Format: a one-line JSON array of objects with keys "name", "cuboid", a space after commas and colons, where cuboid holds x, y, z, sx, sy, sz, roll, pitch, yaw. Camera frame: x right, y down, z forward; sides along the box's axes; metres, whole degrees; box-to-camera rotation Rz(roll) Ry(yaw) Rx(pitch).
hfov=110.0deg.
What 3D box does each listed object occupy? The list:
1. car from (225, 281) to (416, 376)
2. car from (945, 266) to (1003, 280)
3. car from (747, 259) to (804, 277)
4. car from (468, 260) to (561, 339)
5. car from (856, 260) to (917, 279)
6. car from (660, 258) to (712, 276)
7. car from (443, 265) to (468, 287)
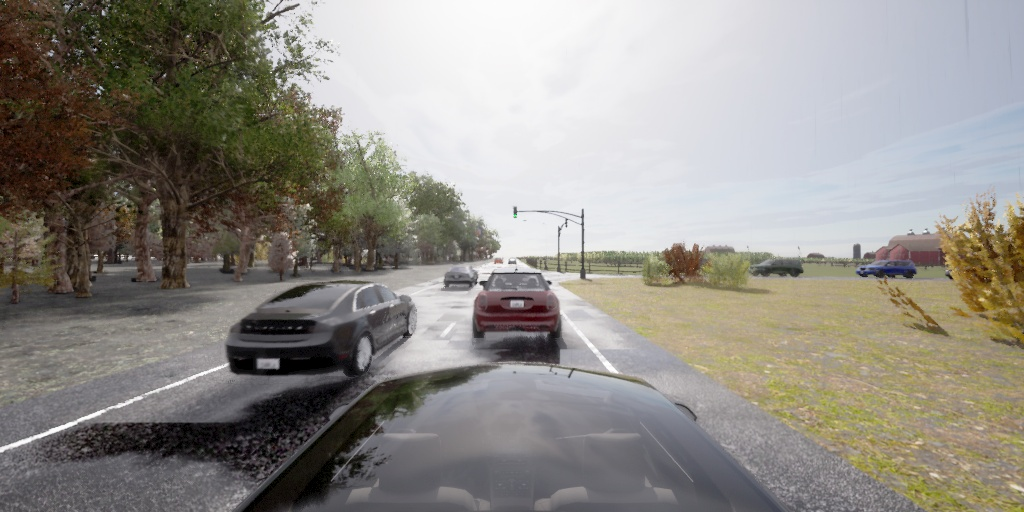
[{"name": "car", "cuboid": [-3.392, 1.260, 7.418, 1.837, 1.490, 4.892, 0, 0, 0]}, {"name": "car", "cuboid": [48.552, 1.792, 37.565, 4.902, 1.511, 2.128, 1, -1, 1]}, {"name": "car", "cuboid": [30.337, 1.387, 41.308, 5.566, 2.045, 2.150, 1, -1, 0]}, {"name": "car", "cuboid": [0.106, 1.109, 10.254, 2.097, 1.767, 4.553, 0, 0, 0]}, {"name": "car", "cuboid": [42.996, 1.526, 41.216, 5.566, 2.045, 2.150, 1, -1, 0]}, {"name": "car", "cuboid": [19.959, 1.274, 41.369, 5.566, 2.045, 2.150, 1, -1, 0]}, {"name": "car", "cuboid": [-3.372, 1.318, 24.349, 2.033, 1.411, 5.357, 0, 0, 0]}]
